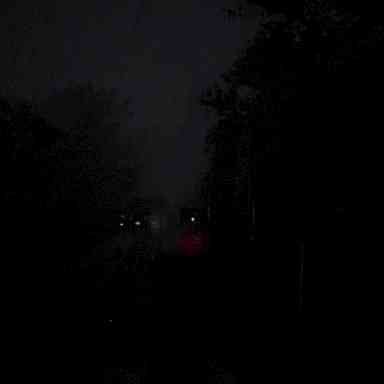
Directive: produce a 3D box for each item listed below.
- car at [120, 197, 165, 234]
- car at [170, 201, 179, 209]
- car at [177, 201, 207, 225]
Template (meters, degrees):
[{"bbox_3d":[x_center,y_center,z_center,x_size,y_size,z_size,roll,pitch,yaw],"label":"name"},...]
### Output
[{"bbox_3d":[-2.881,1.329,20.436,2.150,2.045,5.566,0,-1,0],"label":"car"},{"bbox_3d":[-2.860,2.486,61.671,1.812,1.442,4.674,0,-2,2],"label":"car"},{"bbox_3d":[0.054,1.670,25.376,1.837,1.490,4.892,0,-1,0],"label":"car"}]
